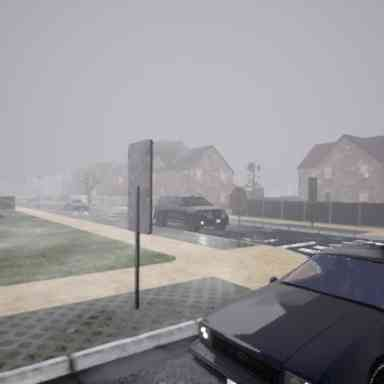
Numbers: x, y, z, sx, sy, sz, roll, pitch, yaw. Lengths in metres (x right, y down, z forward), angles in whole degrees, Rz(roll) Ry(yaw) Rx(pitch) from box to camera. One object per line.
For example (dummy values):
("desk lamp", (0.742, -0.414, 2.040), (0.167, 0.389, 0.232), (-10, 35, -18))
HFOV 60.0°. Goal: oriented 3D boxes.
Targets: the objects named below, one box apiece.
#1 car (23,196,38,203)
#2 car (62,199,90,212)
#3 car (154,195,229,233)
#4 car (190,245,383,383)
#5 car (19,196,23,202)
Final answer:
("car", (-34.944, 1.545, 72.882), (2.128, 1.511, 4.902), (1, -1, -36))
("car", (-13.498, 1.520, 38.405), (2.033, 1.411, 5.357), (1, -1, -36))
("car", (-0.204, 1.189, 19.998), (2.150, 2.045, 5.566), (1, 0, -36))
("car", (2.606, 1.542, 4.803), (5.357, 1.411, 2.033), (0, 0, -35))
("car", (-40.954, 1.690, 81.186), (2.128, 1.511, 4.902), (1, -1, -36))
